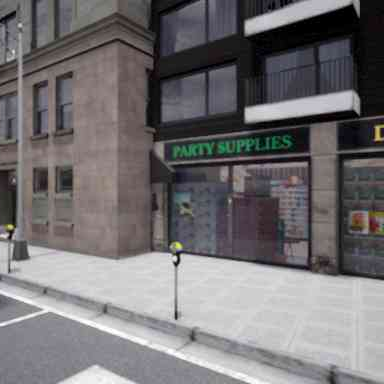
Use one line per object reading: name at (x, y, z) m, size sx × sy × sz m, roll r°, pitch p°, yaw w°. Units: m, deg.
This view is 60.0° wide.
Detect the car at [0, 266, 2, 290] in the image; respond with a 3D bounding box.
car at (-5.802, 1.580, 7.205) m, size 4.403 × 1.369 × 2.008 m, roll 0°, pitch 0°, yaw 35°
